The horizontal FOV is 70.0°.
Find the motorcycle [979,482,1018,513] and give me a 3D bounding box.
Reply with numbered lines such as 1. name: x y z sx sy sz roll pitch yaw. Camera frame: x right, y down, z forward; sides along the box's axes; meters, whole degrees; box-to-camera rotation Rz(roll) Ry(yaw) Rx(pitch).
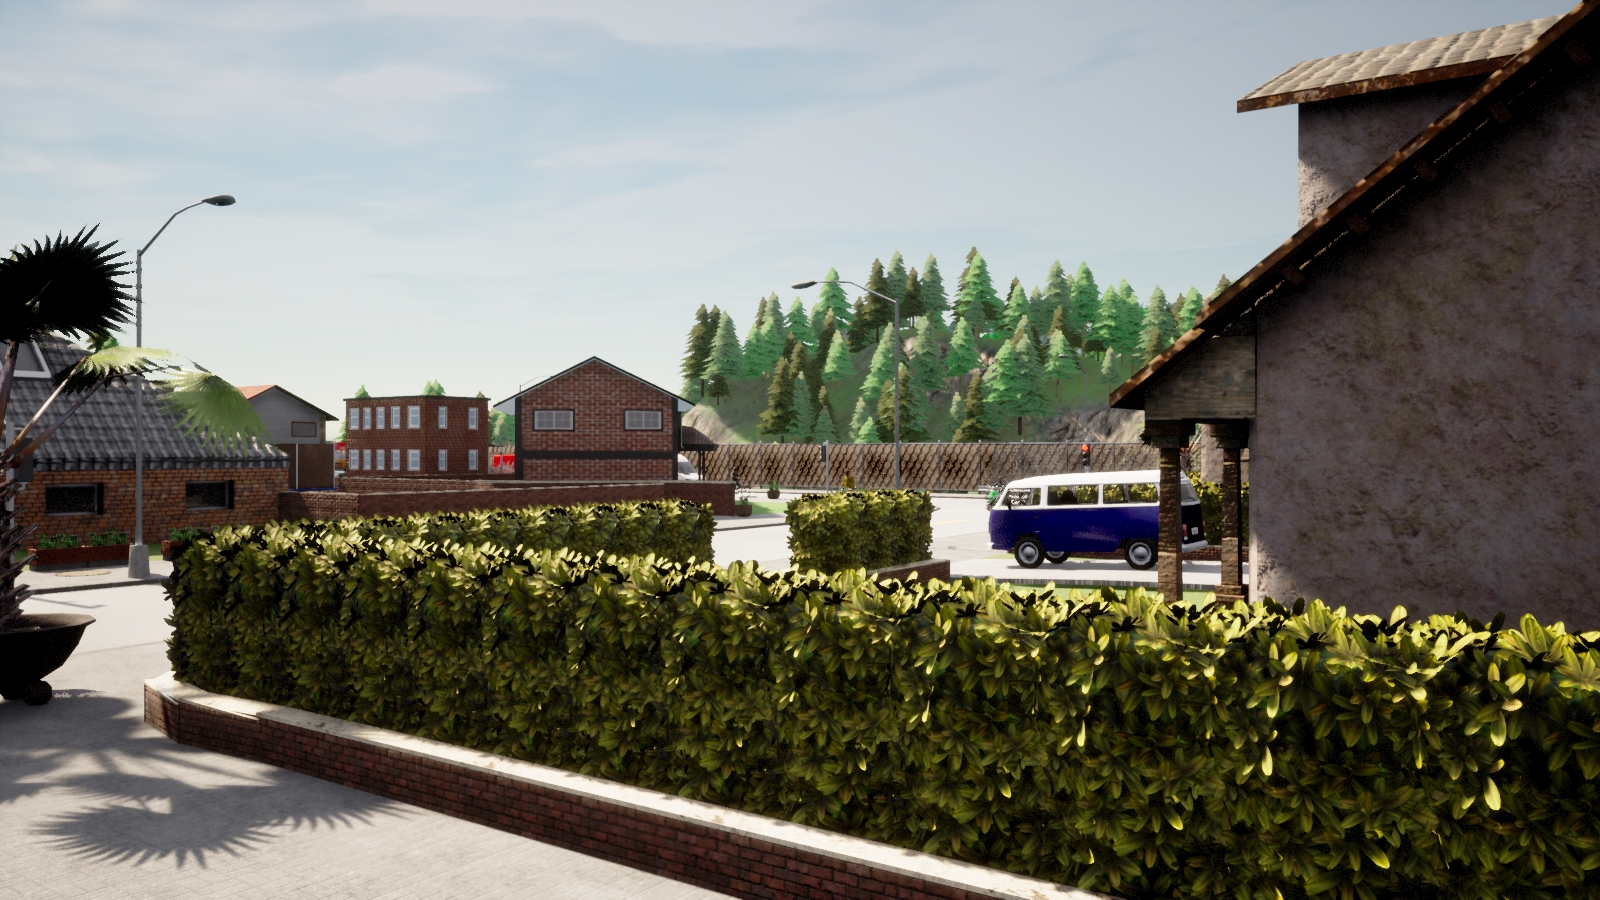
1. motorcycle: 9.003 2.133 51.854 0.856 1.316 1.805 2 2 43

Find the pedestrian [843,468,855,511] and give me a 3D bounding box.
1. pedestrian: 2.162 1.734 50.432 0.375 1.860 0.375 0 0 -43

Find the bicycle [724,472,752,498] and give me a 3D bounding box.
1. bicycle: -3.643 2.044 67.431 1.835 1.471 0.329 0 0 35
